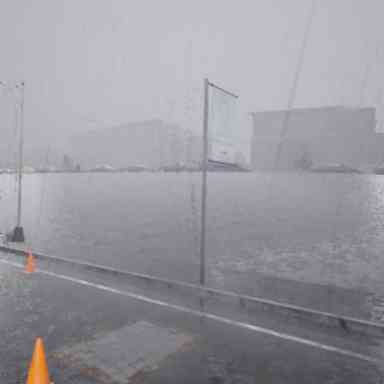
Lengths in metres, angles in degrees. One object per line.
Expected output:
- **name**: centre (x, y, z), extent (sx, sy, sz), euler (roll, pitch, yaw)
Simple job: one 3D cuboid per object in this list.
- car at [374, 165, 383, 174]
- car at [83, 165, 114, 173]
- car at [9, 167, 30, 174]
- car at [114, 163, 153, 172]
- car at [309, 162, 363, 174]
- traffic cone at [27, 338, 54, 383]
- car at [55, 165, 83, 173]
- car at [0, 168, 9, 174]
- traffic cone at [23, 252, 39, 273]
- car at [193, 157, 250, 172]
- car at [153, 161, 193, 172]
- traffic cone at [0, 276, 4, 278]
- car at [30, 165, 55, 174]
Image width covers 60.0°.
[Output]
- **car**: centre (18.587, -1.867, 29.169), extent (4.674, 1.452, 2.002), euler (3, 0, 22)
- **car**: centre (-11.413, -2.833, 43.433), extent (4.674, 1.452, 2.002), euler (1, 0, 30)
- **car**: centre (-25.803, -3.172, 52.037), extent (5.008, 1.535, 2.097), euler (1, 0, 33)
- **car**: centre (-6.647, -2.771, 40.850), extent (4.892, 1.521, 2.231), euler (1, 0, 28)
- **car**: centre (13.472, -2.087, 31.290), extent (4.674, 1.452, 2.002), euler (2, 0, 23)
- **traffic cone**: centre (-1.782, 2.005, 3.863), extent (0.340, 0.580, 0.340), euler (0, -1, 37)
- **car**: centre (-16.207, -2.944, 46.167), extent (4.792, 1.488, 2.163), euler (1, 0, 31)
- **car**: centre (-30.438, -3.227, 55.087), extent (4.674, 1.452, 2.002), euler (1, 0, 34)
- **traffic cone**: centre (-4.771, 2.072, 9.868), extent (0.340, 0.580, 0.340), euler (0, -1, 37)
- **car**: centre (3.408, -2.746, 35.807), extent (5.566, 2.045, 2.435), euler (2, 0, 26)
- **car**: centre (-1.631, -2.770, 38.277), extent (4.553, 1.767, 2.185), euler (1, 0, 27)
- **traffic cone**: centre (-5.372, 2.054, 9.069), extent (0.340, 0.580, 0.340), euler (0, -1, 37)
- **car**: centre (-21.123, -3.201, 49.099), extent (4.553, 1.767, 2.185), euler (1, 0, 32)
